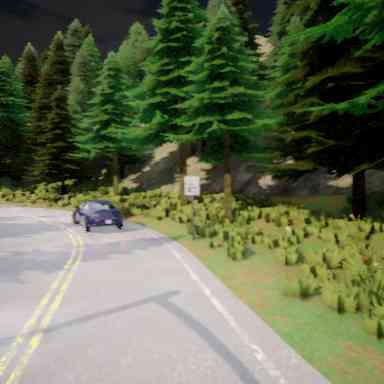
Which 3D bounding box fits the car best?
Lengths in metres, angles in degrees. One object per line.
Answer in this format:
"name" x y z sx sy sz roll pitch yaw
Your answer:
"car" -5.052 1.145 17.646 1.812 1.442 4.674 -1 3 -29
